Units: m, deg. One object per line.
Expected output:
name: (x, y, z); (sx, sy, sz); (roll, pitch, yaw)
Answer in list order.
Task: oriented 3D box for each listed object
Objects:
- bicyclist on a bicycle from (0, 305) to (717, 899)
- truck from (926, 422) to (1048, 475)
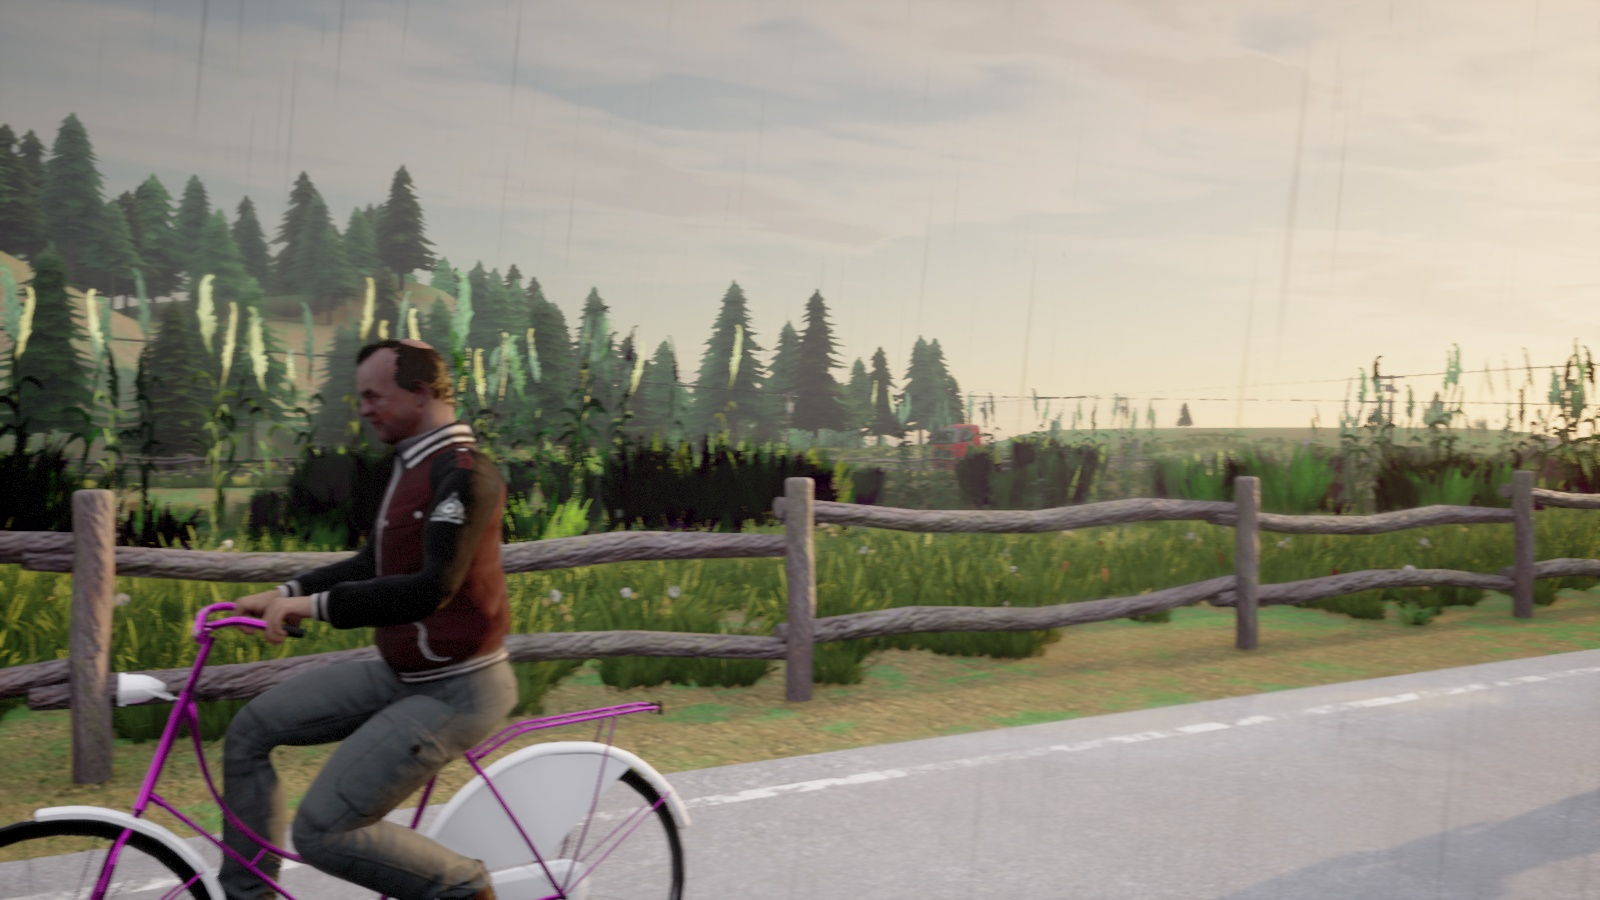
bicyclist on a bicycle: (-1.166, 0.619, 2.894); (1.843, 1.776, 0.659); (0, 0, -30)
truck: (12.710, -0.129, 85.116); (7.936, 3.462, 2.891); (0, 0, -27)
